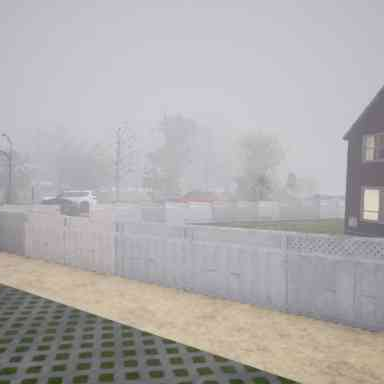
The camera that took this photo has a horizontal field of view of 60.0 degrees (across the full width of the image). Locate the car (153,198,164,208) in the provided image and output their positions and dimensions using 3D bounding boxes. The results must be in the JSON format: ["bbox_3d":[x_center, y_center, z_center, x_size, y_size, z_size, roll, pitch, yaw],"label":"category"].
[{"bbox_3d":[-2.138,1.040,38.936,5.008,1.535,1.882,0,2,-18],"label":"car"}]

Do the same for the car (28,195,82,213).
[{"bbox_3d":[-13.297,1.289,31.790,4.674,1.442,1.812,0,2,-17],"label":"car"}]

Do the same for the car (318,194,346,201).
[{"bbox_3d":[19.425,1.108,42.632,5.357,1.411,2.033,0,2,-18],"label":"car"}]

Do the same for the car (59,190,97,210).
[{"bbox_3d":[-13.001,0.866,35.295,5.566,2.045,2.150,0,2,-18],"label":"car"}]

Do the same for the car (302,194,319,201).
[{"bbox_3d":[17.219,0.981,45.328,4.674,1.442,1.812,0,2,-18],"label":"car"}]

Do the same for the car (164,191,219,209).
[{"bbox_3d":[0.206,0.886,36.286,5.566,2.045,2.150,0,2,-18],"label":"car"}]
